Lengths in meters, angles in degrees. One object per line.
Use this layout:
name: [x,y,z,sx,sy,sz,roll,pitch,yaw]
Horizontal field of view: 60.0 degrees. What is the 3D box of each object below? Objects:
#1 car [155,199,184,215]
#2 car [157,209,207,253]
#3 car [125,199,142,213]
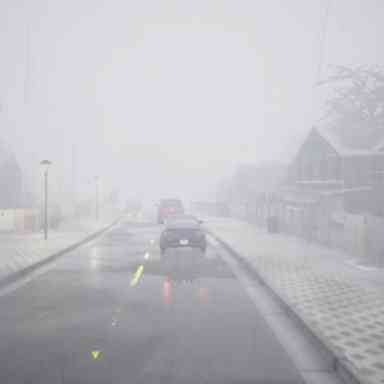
car: [-1.967,1.600,29.190,2.150,2.045,5.566,0,-1,-8]
car: [-0.436,1.688,14.489,1.812,1.442,4.674,0,-1,-4]
car: [-8.833,2.017,49.903,2.150,2.045,5.566,0,-1,-14]
